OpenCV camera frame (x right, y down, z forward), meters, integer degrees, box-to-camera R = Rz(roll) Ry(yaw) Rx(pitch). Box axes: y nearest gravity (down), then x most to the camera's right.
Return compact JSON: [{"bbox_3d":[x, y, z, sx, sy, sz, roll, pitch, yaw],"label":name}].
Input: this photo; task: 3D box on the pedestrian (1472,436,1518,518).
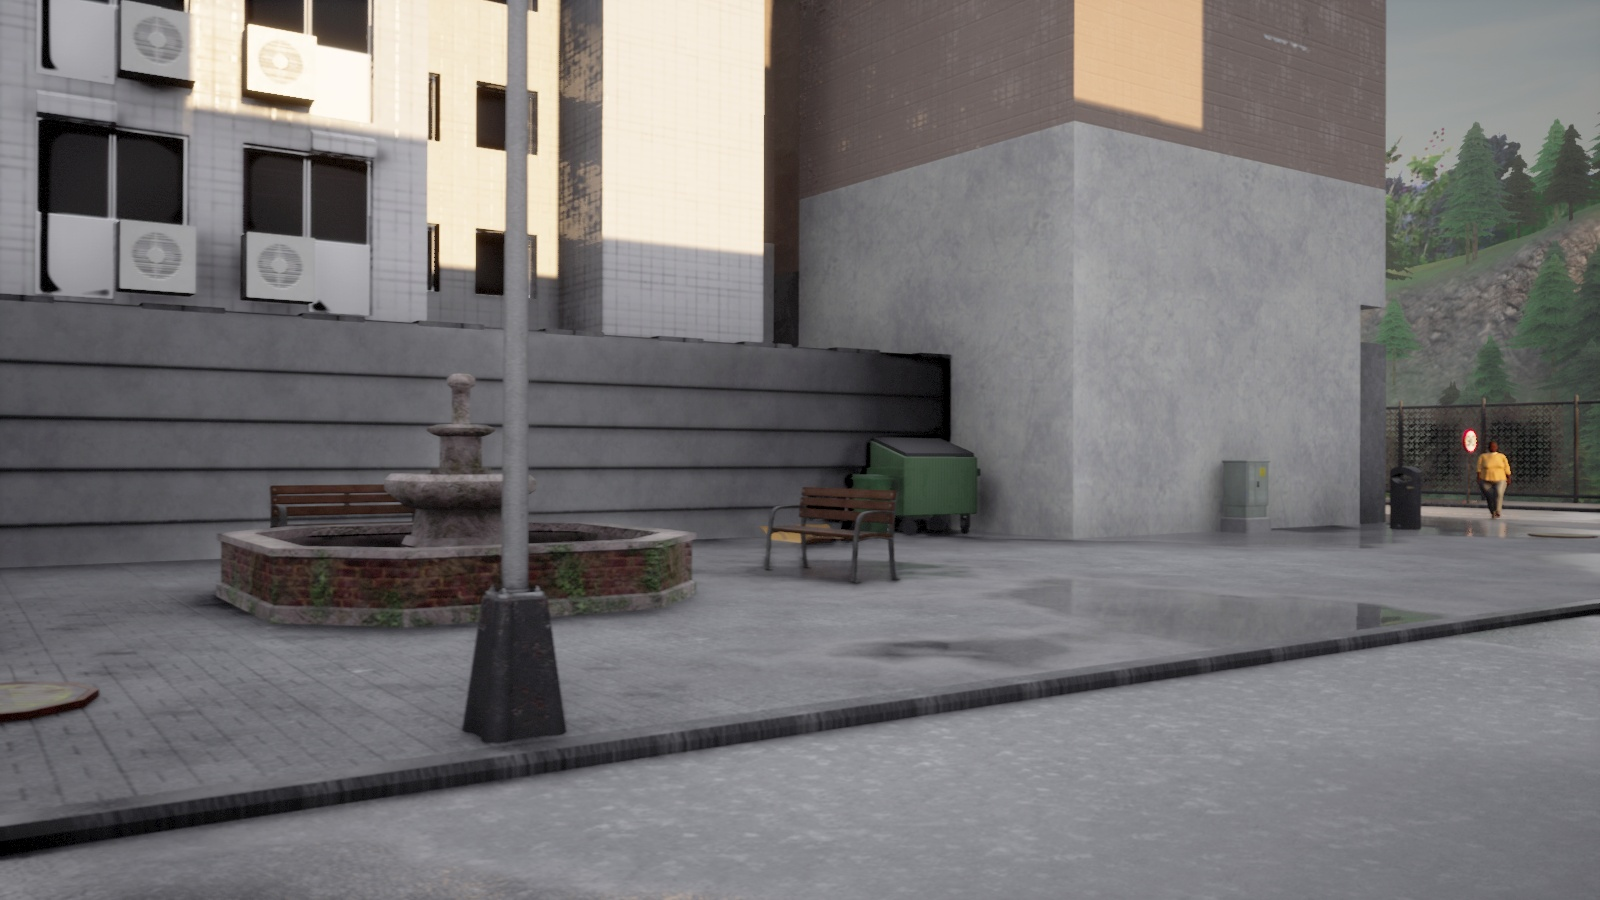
[{"bbox_3d":[15.965,0.608,28.861,0.874,1.855,0.900,0,0,26],"label":"pedestrian"}]
